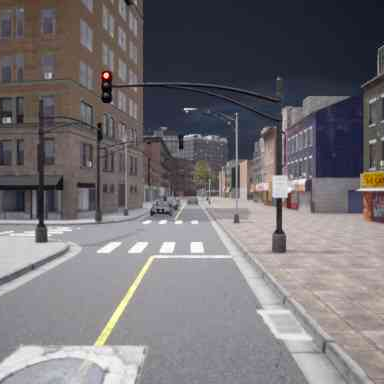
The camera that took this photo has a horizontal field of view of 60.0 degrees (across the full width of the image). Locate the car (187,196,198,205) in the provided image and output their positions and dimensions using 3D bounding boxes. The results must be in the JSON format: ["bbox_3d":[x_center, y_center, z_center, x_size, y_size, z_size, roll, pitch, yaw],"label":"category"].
[{"bbox_3d":[0.117,1.496,59.158,2.128,1.511,4.902,0,0,0],"label":"car"}]

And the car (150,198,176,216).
[{"bbox_3d":[-2.842,1.562,31.751,1.994,1.385,4.181,0,0,0],"label":"car"}]

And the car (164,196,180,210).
[{"bbox_3d":[-2.835,1.351,42.044,2.097,1.767,4.553,0,0,0],"label":"car"}]

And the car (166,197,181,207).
[{"bbox_3d":[-2.828,1.550,52.666,2.033,1.411,5.357,0,0,0],"label":"car"}]
